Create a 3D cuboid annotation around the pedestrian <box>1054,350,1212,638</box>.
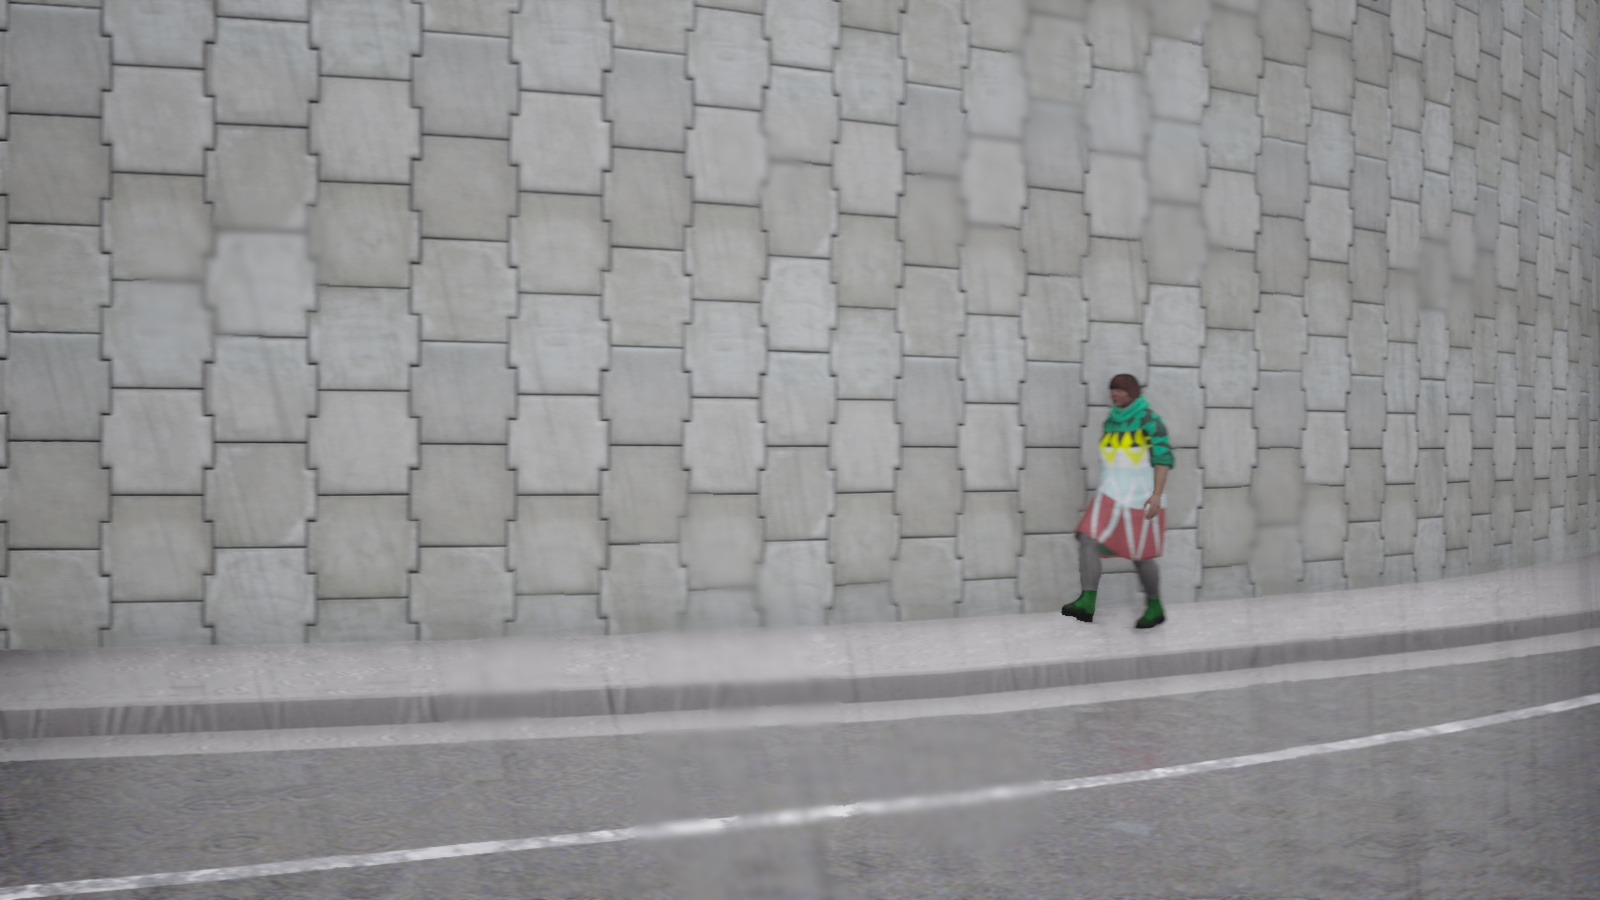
[{"bbox_3d":[2.383,0.289,8.999,0.873,1.952,0.659,-1,1,-30],"label":"pedestrian"}]
